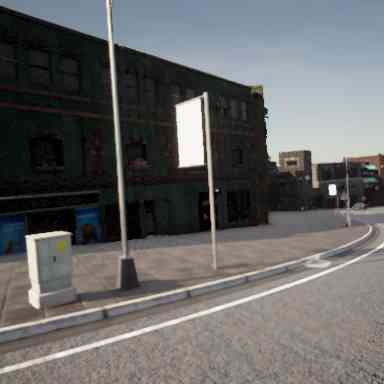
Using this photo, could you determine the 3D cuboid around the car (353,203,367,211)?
[{"bbox_3d":[32.095,2.844,63.522,1.837,1.490,4.892,-2,-2,37],"label":"car"}]
